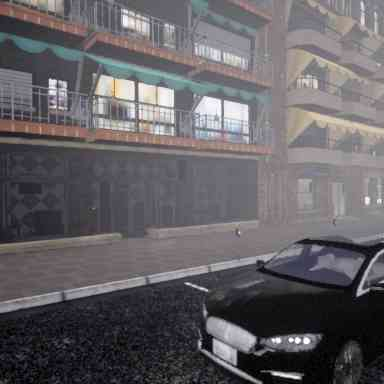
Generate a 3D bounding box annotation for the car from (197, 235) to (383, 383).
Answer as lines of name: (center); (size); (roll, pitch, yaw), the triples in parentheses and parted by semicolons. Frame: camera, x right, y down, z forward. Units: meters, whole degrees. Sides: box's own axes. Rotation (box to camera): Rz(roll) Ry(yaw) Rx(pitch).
car: (2.277, 1.490, 5.182); (4.902, 1.511, 2.128); (0, 0, -38)
